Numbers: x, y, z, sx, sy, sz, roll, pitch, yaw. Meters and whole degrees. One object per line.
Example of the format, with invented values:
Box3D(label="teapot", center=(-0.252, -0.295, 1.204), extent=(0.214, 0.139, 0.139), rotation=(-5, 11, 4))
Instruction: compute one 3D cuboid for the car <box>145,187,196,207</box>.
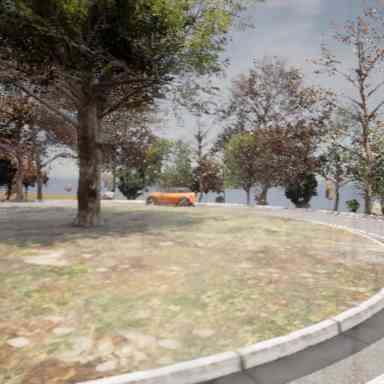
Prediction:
Box3D(label="car", center=(-1.977, 0.356, 30.742), extent=(4.553, 1.767, 2.097), rotation=(2, 2, 15))
